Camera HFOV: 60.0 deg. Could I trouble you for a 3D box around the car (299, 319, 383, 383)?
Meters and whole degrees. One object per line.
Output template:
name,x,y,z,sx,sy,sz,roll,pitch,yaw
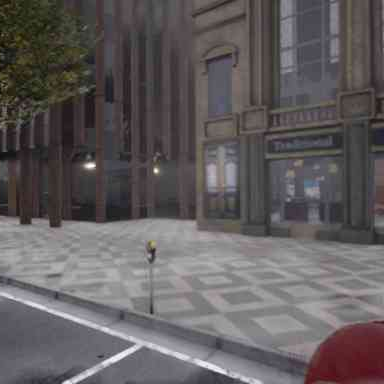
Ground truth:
car,2.838,1.302,1.059,5.009,1.841,2.192,-1,0,35
